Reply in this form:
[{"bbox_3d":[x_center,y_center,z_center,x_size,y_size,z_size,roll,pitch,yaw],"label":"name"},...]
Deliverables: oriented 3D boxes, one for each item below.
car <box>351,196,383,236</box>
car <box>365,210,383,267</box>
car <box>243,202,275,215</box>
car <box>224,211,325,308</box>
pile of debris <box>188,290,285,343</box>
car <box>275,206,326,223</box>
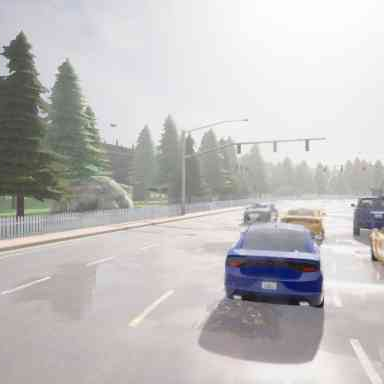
[{"bbox_3d":[9.997,1.221,18.153,2.150,2.045,5.566,0,0,26],"label":"car"},{"bbox_3d":[6.150,1.478,9.041,1.882,1.535,5.008,0,0,21],"label":"car"},{"bbox_3d":[5.165,1.522,24.649,2.128,1.511,4.902,0,0,24],"label":"car"},{"bbox_3d":[2.111,1.478,8.138,1.882,1.535,5.008,0,0,18],"label":"car"},{"bbox_3d":[0.911,2.175,6.049,1.500,0.140,1.860,0,0,16],"label":"pile of debris"},{"bbox_3d":[5.721,1.478,17.008,1.882,1.535,5.008,0,0,24],"label":"car"}]
